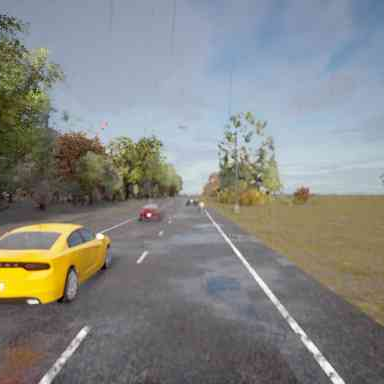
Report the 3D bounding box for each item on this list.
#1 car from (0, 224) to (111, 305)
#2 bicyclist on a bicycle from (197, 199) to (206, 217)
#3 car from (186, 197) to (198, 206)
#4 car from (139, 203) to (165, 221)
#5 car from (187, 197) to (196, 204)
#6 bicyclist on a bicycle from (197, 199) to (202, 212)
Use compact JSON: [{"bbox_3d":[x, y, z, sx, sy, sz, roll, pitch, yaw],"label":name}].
[{"bbox_3d":[-3.405,1.522,8.282,1.882,1.535,5.008,0,0,0],"label":"car"},{"bbox_3d":[0.950,1.606,32.059,0.866,1.612,1.509,0,0,0],"label":"bicyclist on a bicycle"},{"bbox_3d":[-0.015,1.672,60.723,2.097,1.767,4.553,0,0,0],"label":"car"},{"bbox_3d":[-3.413,1.677,28.728,1.812,1.442,4.674,0,0,0],"label":"car"},{"bbox_3d":[-0.032,1.958,76.336,1.994,1.385,4.181,0,0,0],"label":"car"},{"bbox_3d":[0.945,1.673,41.686,0.582,1.620,1.656,0,-1,0],"label":"bicyclist on a bicycle"}]
